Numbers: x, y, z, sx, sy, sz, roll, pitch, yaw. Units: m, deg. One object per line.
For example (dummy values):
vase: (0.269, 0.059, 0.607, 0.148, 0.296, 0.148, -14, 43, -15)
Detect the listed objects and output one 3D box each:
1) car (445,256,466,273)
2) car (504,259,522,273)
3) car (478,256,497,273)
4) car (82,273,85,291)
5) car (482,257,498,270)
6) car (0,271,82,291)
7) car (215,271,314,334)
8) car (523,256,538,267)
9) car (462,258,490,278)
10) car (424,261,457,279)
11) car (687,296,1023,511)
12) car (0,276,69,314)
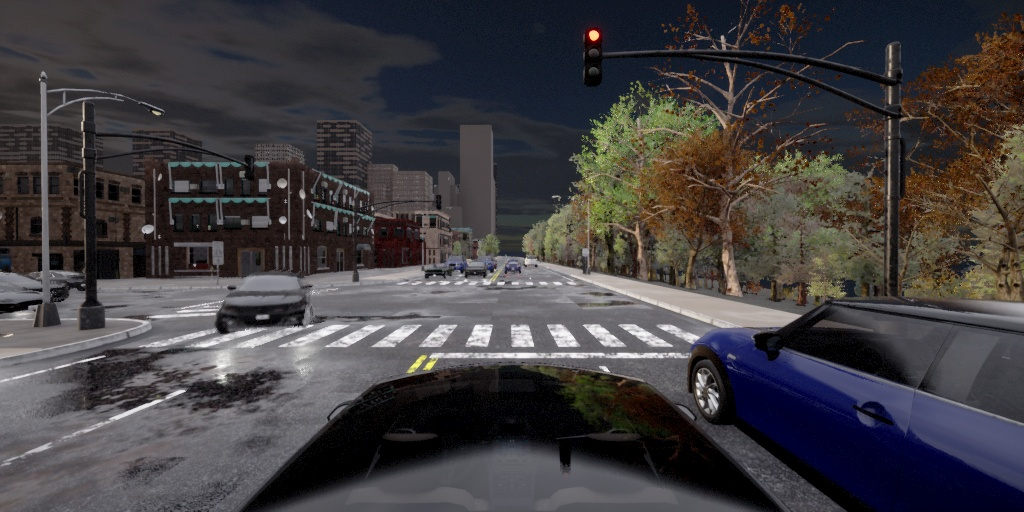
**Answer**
car: (-6.579, 0.957, 42.530, 2.150, 2.045, 5.566, 0, 0, 0)
car: (0.109, 1.261, 43.400, 1.812, 1.442, 4.674, 0, 0, 0)
car: (-3.338, 0.957, 44.035, 2.150, 2.045, 5.566, 0, 0, 0)
car: (-28.278, 1.559, 21.860, 4.403, 1.370, 2.007, 0, 0, 0)
car: (-3.327, 1.082, 54.306, 2.097, 1.767, 4.553, 0, 0, 0)
car: (-23.019, 1.484, 16.053, 5.008, 1.535, 1.882, -1, 1, 1)
car: (-7.281, 1.228, 10.999, 1.882, 1.535, 5.008, 1, -1, -28)
car: (3.358, 0.947, 63.696, 2.150, 2.045, 5.566, 0, 0, 0)
car: (-3.344, 1.217, 34.003, 1.882, 1.535, 5.008, 0, 0, -2)
car: (-6.598, 1.341, 32.772, 1.895, 1.301, 4.718, 0, 0, 0)
car: (3.351, 1.102, 2.888, 2.097, 1.767, 4.553, 0, 0, 0)
car: (-19.946, 1.564, 13.347, 4.313, 1.339, 1.948, 0, 0, 0)
